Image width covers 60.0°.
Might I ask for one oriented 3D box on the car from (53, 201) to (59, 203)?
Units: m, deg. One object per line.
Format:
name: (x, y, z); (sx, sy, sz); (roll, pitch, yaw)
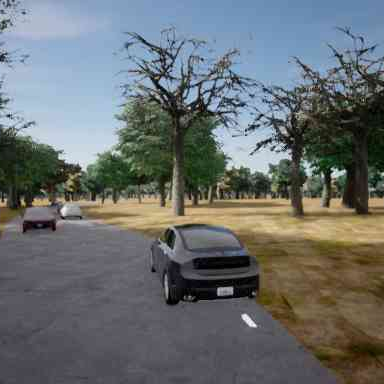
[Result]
car: (-16.781, 2.080, 43.849); (2.128, 1.511, 4.902); (0, -1, -23)

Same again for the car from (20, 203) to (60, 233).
car: (-10.032, 1.716, 21.685); (1.882, 1.535, 5.008); (0, -1, -27)

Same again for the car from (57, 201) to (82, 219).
car: (-12.264, 1.943, 33.498); (1.812, 1.442, 4.674); (0, -1, -26)

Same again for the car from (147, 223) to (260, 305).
car: (0.055, 1.536, 8.273); (1.837, 1.490, 4.892); (0, 0, -13)

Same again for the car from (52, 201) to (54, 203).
car: (-29.952, 2.587, 73.605); (2.033, 1.411, 5.357); (0, -1, -14)
